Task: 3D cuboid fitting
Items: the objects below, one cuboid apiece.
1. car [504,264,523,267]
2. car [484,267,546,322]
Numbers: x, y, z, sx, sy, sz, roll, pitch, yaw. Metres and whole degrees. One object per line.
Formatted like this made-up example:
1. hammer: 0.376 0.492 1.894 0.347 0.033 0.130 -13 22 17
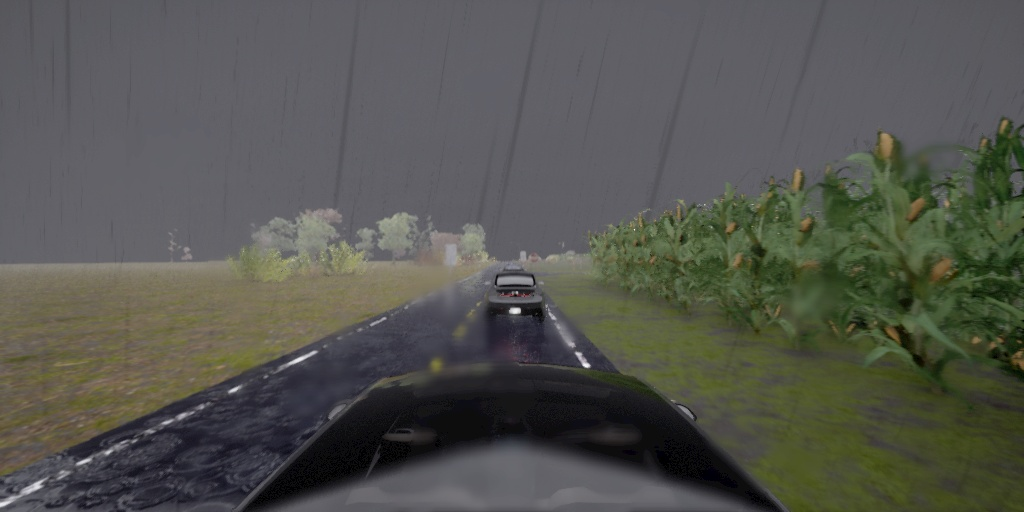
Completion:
1. car: 0.096 1.319 26.533 2.128 1.511 4.902 0 0 0
2. car: 0.097 1.286 12.438 1.837 1.490 4.892 0 0 0
